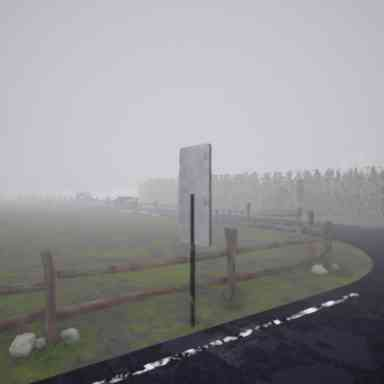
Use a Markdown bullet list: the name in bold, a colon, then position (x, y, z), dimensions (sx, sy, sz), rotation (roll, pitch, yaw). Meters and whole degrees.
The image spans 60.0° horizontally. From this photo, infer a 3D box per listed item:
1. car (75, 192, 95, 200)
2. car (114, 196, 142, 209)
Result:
- **car**: position (-16.597, 0.696, 51.569), dimensions (2.097, 1.767, 4.553), rotation (0, 0, -35)
- **car**: position (-7.422, 1.203, 38.278), dimensions (1.837, 1.490, 4.892), rotation (0, 0, -35)
